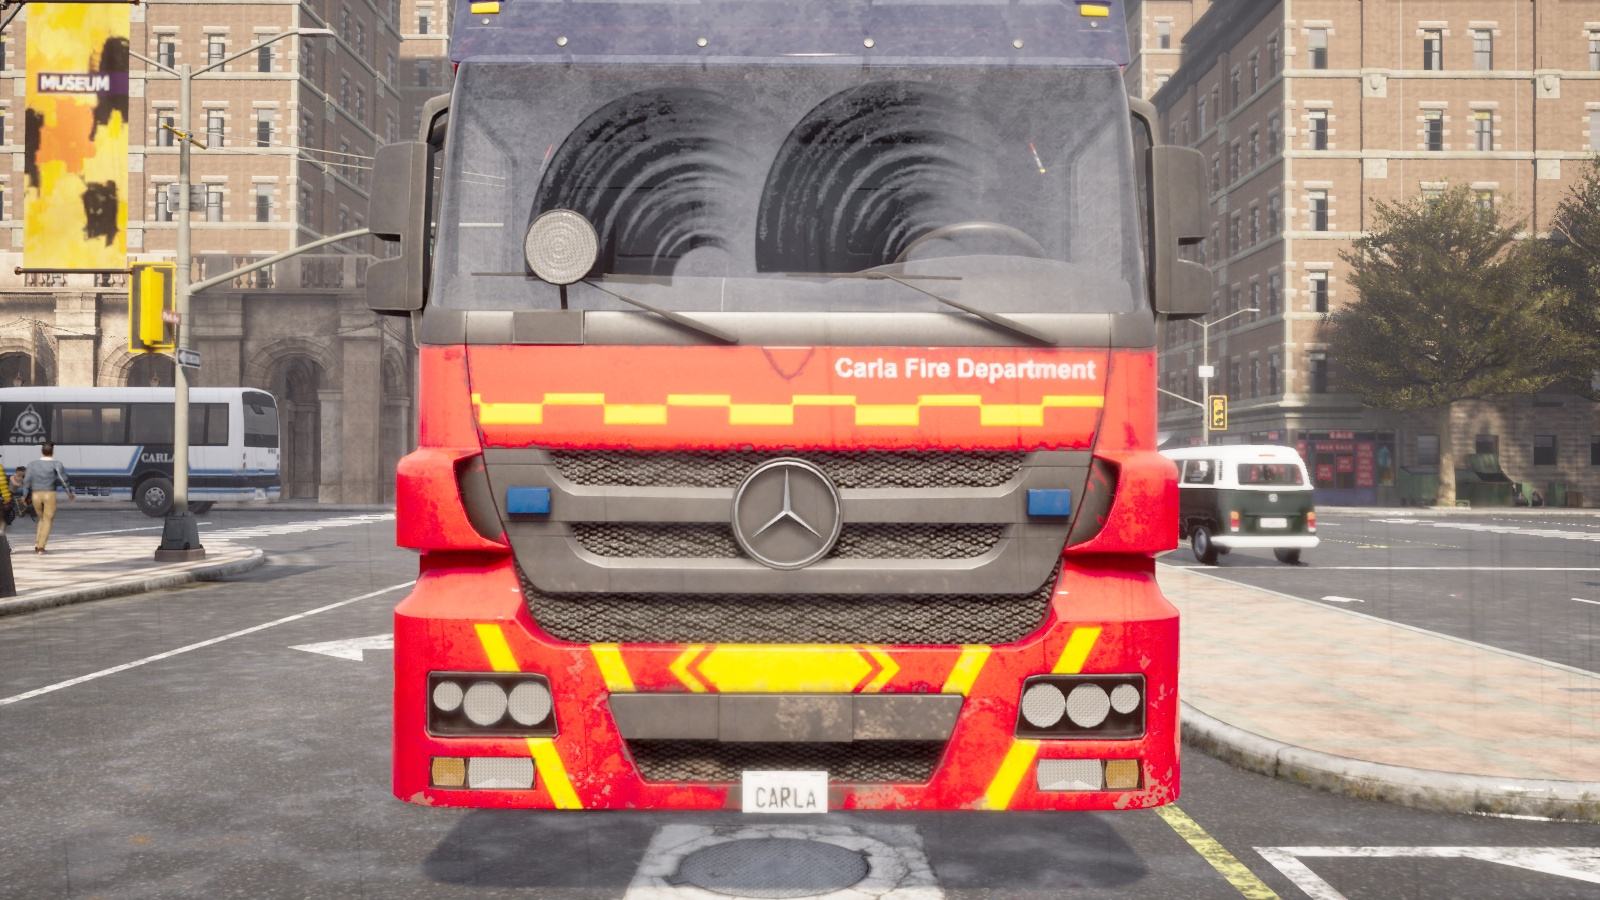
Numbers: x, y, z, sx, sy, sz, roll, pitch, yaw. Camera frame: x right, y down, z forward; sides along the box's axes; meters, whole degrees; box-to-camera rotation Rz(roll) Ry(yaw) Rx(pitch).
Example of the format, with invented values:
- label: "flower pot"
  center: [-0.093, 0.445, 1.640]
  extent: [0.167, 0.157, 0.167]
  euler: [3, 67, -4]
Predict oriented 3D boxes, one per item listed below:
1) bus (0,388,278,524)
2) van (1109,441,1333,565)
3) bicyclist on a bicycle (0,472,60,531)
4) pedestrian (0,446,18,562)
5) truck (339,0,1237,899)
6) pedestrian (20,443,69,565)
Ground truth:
- label: "bus"
  center: [-23.305, 0.228, 41.701]
  extent: [10.273, 4.253, 3.944]
  euler: [0, -1, 0]
- label: "van"
  center: [7.476, 0.894, 22.863]
  extent: [2.069, 2.038, 4.480]
  euler: [0, -1, -8]
- label: "bicyclist on a bicycle"
  center: [-21.454, 1.418, 34.697]
  extent: [1.509, 1.612, 0.866]
  euler: [0, -1, 0]
- label: "pedestrian"
  center: [-12.847, 0.857, 19.965]
  extent: [0.370, 1.835, 0.726]
  euler: [0, -1, 1]
- label: "truck"
  center: [-0.054, -0.213, 8.305]
  extent: [2.891, 3.827, 8.468]
  euler: [0, -1, 0]
- label: "pedestrian"
  center: [-12.276, 0.863, 20.423]
  extent: [0.423, 1.949, 0.788]
  euler: [0, -1, -10]
